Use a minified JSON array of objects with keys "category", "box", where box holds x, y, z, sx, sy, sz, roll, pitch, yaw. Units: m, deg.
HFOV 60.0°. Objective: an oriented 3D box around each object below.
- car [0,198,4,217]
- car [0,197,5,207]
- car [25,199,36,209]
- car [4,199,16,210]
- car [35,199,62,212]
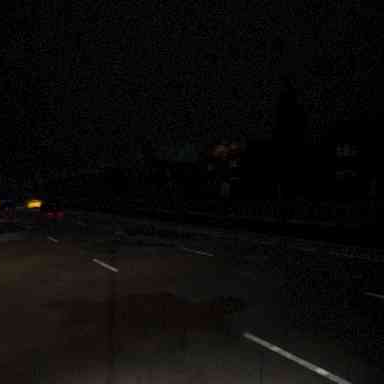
[{"category":"car","box":[-20.967,1.496,34.019,2.150,2.045,5.566,-1,0,-35]},{"category":"car","box":[-36.877,1.831,63.160,2.097,1.767,4.553,-1,0,-34]},{"category":"car","box":[-24.439,1.773,51.239,1.882,1.535,5.008,-1,0,-34]},{"category":"car","box":[-27.548,1.828,49.587,1.882,1.535,5.008,-1,0,-34]},{"category":"car","box":[-17.616,1.695,41.486,2.128,1.511,4.902,-1,0,-34]}]
